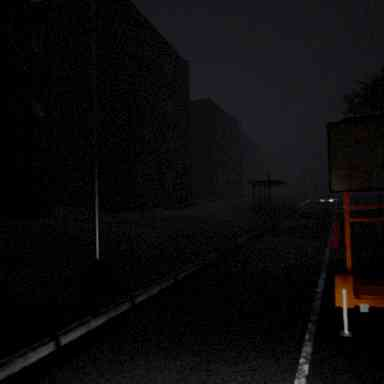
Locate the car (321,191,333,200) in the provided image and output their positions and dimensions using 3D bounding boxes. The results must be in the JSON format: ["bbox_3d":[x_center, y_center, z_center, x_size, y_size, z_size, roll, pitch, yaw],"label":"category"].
[{"bbox_3d":[24.389,0.564,60.204,1.812,1.442,4.674,-2,0,24],"label":"car"}]

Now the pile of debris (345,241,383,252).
[{"bbox_3d":[6.714,2.003,12.350,1.860,0.140,1.500,-2,0,24],"label":"pile of debris"}]

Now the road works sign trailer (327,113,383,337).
[{"bbox_3d":[3.785,0.367,5.991,2.380,3.560,2.880,-2,-1,24],"label":"road works sign trailer"}]
